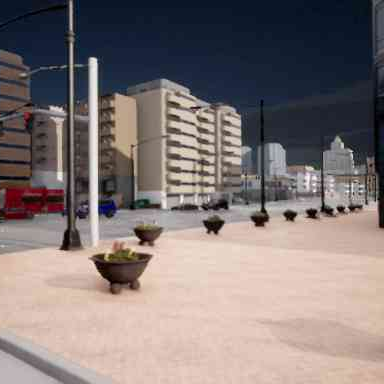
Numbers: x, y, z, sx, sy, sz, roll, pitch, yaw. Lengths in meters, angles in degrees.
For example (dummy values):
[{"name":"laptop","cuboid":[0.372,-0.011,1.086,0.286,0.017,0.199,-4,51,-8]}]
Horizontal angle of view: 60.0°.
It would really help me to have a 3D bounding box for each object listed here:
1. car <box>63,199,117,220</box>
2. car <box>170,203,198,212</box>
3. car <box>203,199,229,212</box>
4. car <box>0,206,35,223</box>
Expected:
[{"name":"car","cuboid":[-10.280,1.726,34.026,2.150,2.045,5.566,-1,-1,35]},{"name":"car","cuboid":[-1.142,2.394,53.054,2.033,1.411,5.357,-1,-1,36]},{"name":"car","cuboid":[3.936,2.092,54.145,2.150,2.045,5.566,-1,-2,35]},{"name":"car","cuboid":[-16.857,2.023,30.758,1.994,1.385,4.181,-1,-1,35]}]
